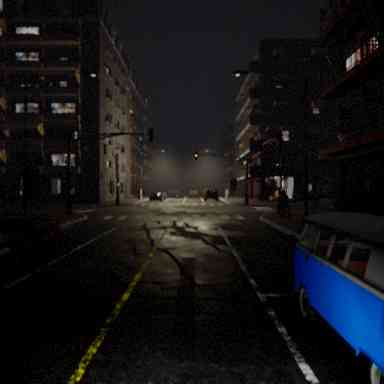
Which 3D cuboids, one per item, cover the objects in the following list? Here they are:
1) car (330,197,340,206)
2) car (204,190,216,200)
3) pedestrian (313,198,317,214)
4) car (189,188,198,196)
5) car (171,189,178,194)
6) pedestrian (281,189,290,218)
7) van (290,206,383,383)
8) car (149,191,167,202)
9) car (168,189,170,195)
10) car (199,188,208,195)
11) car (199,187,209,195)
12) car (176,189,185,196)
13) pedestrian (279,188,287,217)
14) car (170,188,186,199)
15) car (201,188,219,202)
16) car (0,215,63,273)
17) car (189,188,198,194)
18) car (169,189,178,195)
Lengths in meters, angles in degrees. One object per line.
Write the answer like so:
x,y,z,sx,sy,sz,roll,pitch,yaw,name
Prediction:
13.868,0.894,27.712,4.403,1.369,2.008,0,0,0,car
2.824,0.495,53.770,1.752,1.417,4.829,1,1,0,car
8.072,0.984,21.640,0.500,1.100,0.500,1,0,0,pedestrian
0.353,0.032,77.632,1.882,1.535,5.008,0,1,0,car
-4.883,-0.122,92.351,1.752,1.417,4.829,1,1,0,car
5.910,0.734,21.050,0.375,1.860,0.375,1,0,0,pedestrian
2.569,1.253,4.335,1.690,1.788,3.998,1,1,0,van
-5.083,0.646,48.033,1.947,1.339,4.313,1,1,0,car
-5.057,0.541,53.593,1.947,1.339,4.313,1,1,0,car
2.974,-0.134,86.957,1.967,1.590,4.097,1,1,0,car
2.950,-0.180,81.392,2.192,1.841,5.009,1,1,0,car
-2.418,0.132,73.223,1.837,1.490,4.892,0,1,0,car
6.109,0.699,22.250,0.375,1.860,0.375,1,0,0,pedestrian
-2.541,0.453,58.226,1.994,1.385,4.181,0,1,1,car
2.802,0.393,48.038,2.192,1.841,5.009,1,1,0,car
-5.257,1.388,9.961,1.802,1.307,4.206,1,1,0,car
0.401,-0.233,88.054,2.128,1.511,4.902,0,1,0,car
-4.908,-0.022,86.960,2.008,1.369,4.403,1,1,0,car
